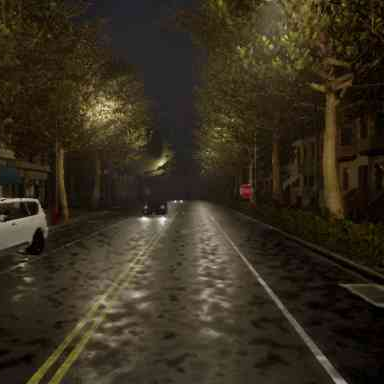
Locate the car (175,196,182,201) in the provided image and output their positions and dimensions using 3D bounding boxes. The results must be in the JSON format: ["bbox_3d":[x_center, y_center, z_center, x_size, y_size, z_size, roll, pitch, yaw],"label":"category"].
[{"bbox_3d":[-3.500,1.569,85.622,1.895,1.301,4.718,0,0,0],"label":"car"}]

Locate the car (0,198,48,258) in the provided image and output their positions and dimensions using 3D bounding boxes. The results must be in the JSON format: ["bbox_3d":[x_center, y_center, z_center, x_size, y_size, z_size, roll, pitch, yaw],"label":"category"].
[{"bbox_3d":[-6.553,1.225,10.435,2.435,2.045,5.566,0,0,0],"label":"car"}]

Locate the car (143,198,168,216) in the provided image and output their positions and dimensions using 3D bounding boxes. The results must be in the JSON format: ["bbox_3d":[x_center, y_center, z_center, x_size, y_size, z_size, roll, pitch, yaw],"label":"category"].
[{"bbox_3d":[-3.500,1.402,32.680,2.097,1.767,4.553,0,0,0],"label":"car"}]
